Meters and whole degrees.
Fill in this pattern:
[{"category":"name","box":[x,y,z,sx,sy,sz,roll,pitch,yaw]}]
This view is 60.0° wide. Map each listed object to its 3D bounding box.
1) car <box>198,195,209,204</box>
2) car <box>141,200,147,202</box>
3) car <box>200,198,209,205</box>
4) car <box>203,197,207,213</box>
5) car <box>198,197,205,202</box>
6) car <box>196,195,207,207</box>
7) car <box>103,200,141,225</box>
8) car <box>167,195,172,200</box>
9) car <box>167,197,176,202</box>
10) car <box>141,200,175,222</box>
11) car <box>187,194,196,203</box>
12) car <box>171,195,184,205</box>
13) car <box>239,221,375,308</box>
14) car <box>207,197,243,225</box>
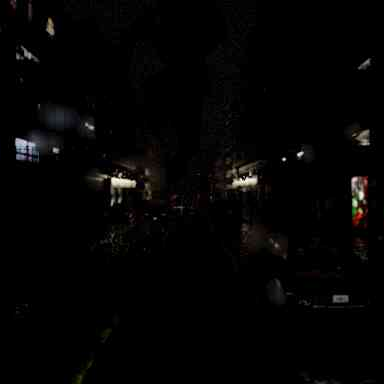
[{"category":"car","box":[2.535,1.688,75.800,2.192,1.841,5.009,-1,0,0]},{"category":"car","box":[-5.335,1.615,36.356,1.967,1.590,4.097,-1,0,0]},{"category":"car","box":[2.540,1.926,70.134,1.802,1.307,4.206,-1,0,0]},{"category":"car","box":[2.550,1.613,36.150,1.967,1.590,4.097,-1,0,0]},{"category":"car","box":[2.536,2.014,87.127,1.802,1.307,4.206,-1,0,0]},{"category":"car","box":[2.249,1.635,57.435,2.097,1.767,4.553,0,0,0]},{"category":"car","box":[-5.332,1.559,25.054,1.967,1.590,4.097,-1,0,0]},{"category":"car","box":[-5.344,1.948,81.565,1.887,1.381,4.507,-1,0,0]},{"category":"car","box":[-5.345,1.977,87.216,1.887,1.381,4.507,-1,0,0]},{"category":"car","box":[-2.857,1.683,28.419,2.033,1.411,5.357,0,0,0]},{"category":"car","box":[-0.017,1.471,75.085,2.150,2.045,5.566,0,0,0]},{"category":"car","box":[-2.766,1.839,69.318,1.837,1.490,4.892,0,0,0]},{"category":"car","box":[2.521,1.588,7.828,2.008,1.369,4.403,-1,0,0]},{"category":"car","box":[2.536,1.433,24.822,2.192,1.841,5.009,-1,0,0]}]
